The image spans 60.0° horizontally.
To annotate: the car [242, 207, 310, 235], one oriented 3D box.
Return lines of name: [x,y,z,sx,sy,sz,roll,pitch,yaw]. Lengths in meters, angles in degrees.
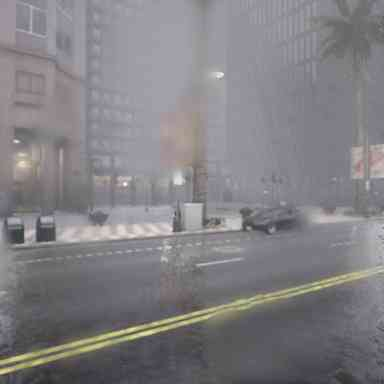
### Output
car: [5.130,1.659,20.043,4.786,1.482,2.161,1,0,-36]
